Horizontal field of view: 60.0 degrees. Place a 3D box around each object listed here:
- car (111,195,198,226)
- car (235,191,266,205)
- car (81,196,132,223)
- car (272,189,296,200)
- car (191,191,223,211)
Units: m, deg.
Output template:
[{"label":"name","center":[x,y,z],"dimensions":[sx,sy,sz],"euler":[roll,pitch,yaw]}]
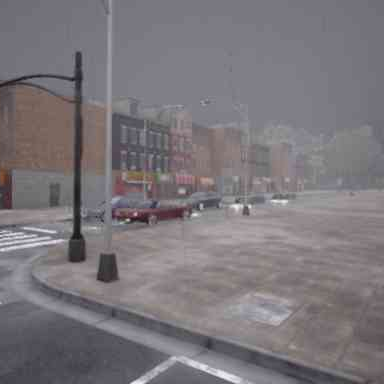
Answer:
[{"label":"car","center":[-1.967,1.077,18.664],"dimensions":[1.895,1.301,4.718],"euler":[1,2,36]},{"label":"car","center":[6.162,0.535,35.141],"dimensions":[1.994,1.385,4.181],"euler":[1,2,36]},{"label":"car","center":[-4.495,0.967,20.132],"dimensions":[1.812,1.442,4.674],"euler":[1,2,37]},{"label":"car","center":[12.020,0.295,43.347],"dimensions":[1.994,1.385,4.181],"euler":[1,2,36]},{"label":"car","center":[0.844,0.706,27.660],"dimensions":[1.837,1.490,4.892],"euler":[1,2,35]}]
